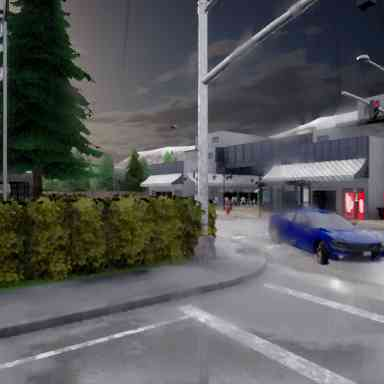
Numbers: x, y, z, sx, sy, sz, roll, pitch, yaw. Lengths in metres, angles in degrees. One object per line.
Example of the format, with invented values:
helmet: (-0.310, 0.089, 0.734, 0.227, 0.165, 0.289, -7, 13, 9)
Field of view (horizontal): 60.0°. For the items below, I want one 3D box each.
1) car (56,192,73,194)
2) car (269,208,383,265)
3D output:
car: (-16.767, 1.047, 44.302, 2.150, 2.045, 5.566, 0, 0, -35)
car: (4.474, 1.386, 11.812, 1.882, 1.535, 5.008, 1, 2, -11)
